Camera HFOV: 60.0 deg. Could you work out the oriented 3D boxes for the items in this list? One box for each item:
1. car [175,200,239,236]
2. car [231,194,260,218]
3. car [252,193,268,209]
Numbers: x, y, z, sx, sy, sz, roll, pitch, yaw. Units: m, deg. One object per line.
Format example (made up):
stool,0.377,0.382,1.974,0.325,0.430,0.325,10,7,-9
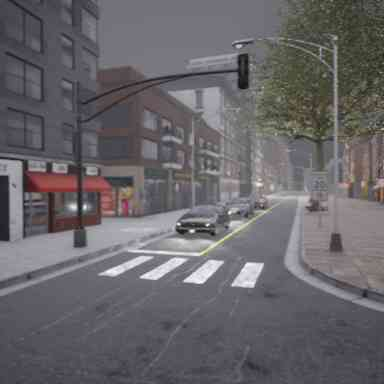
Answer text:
car,0.826,1.352,17.557,2.033,1.411,5.357,0,1,18
car,3.909,1.177,26.815,2.128,1.511,4.902,0,1,19
car,7.062,0.919,36.265,2.097,1.767,4.553,0,1,19
